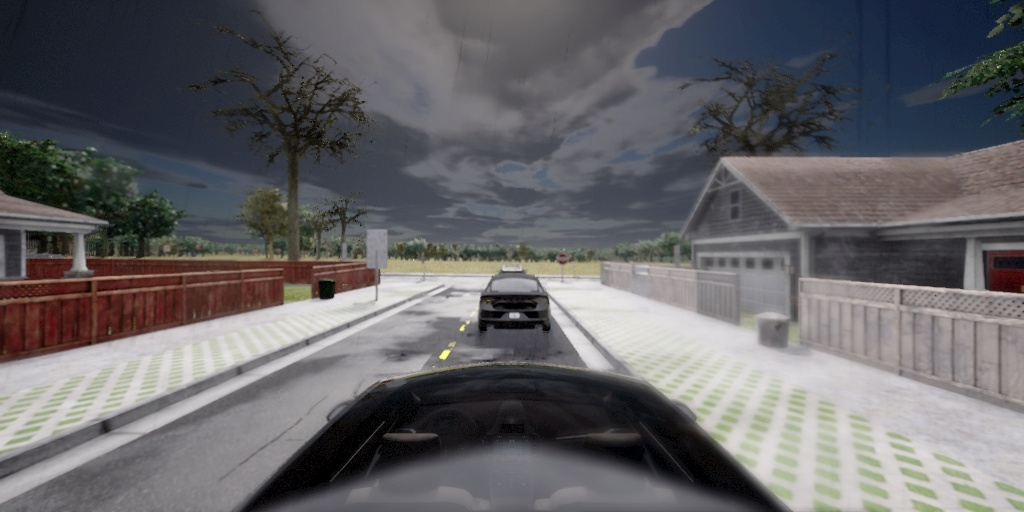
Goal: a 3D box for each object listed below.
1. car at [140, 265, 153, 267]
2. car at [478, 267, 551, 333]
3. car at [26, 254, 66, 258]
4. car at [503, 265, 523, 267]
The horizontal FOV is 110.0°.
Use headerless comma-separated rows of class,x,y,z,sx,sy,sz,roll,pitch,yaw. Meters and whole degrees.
car,-28.117,0.998,30.216,5.357,1.411,2.033,1,0,0
car,0.081,1.257,10.956,1.882,1.535,5.008,0,0,0
car,-43.682,0.558,33.003,4.553,1.767,2.097,1,0,-2
car,0.065,1.317,23.936,2.128,1.511,4.902,0,0,0
